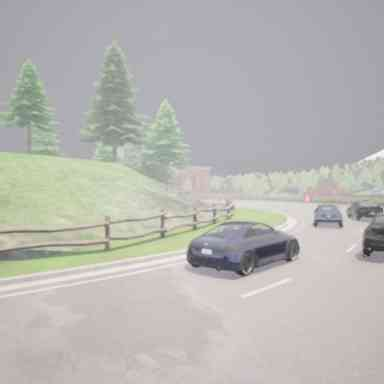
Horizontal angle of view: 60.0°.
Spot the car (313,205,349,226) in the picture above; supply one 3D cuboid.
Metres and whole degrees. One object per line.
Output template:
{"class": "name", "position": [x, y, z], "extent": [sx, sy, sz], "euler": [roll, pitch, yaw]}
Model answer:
{"class": "car", "position": [9.713, 1.607, 23.828], "extent": [2.033, 1.411, 5.357], "euler": [0, 0, 20]}

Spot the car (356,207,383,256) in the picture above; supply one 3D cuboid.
{"class": "car", "position": [7.679, 1.525, 12.428], "extent": [1.837, 1.490, 4.892], "euler": [0, 0, 36]}

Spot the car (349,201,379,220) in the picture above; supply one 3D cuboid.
{"class": "car", "position": [14.529, 1.534, 28.186], "extent": [1.882, 1.535, 5.008], "euler": [0, 0, 13]}

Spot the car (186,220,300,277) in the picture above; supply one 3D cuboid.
{"class": "car", "position": [1.761, 1.603, 10.612], "extent": [1.994, 1.385, 4.181], "euler": [0, 0, 43]}
